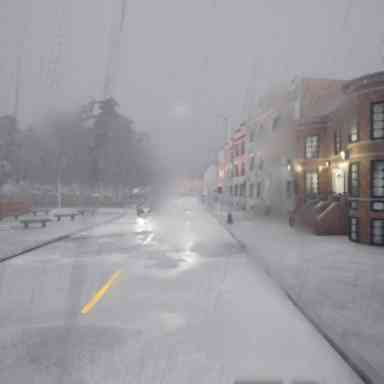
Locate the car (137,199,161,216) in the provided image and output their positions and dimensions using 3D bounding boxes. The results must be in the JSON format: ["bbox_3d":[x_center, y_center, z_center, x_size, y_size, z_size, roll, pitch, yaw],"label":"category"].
[{"bbox_3d":[-4.059,1.438,31.763,2.128,1.511,4.902,0,0,0],"label":"car"}]
